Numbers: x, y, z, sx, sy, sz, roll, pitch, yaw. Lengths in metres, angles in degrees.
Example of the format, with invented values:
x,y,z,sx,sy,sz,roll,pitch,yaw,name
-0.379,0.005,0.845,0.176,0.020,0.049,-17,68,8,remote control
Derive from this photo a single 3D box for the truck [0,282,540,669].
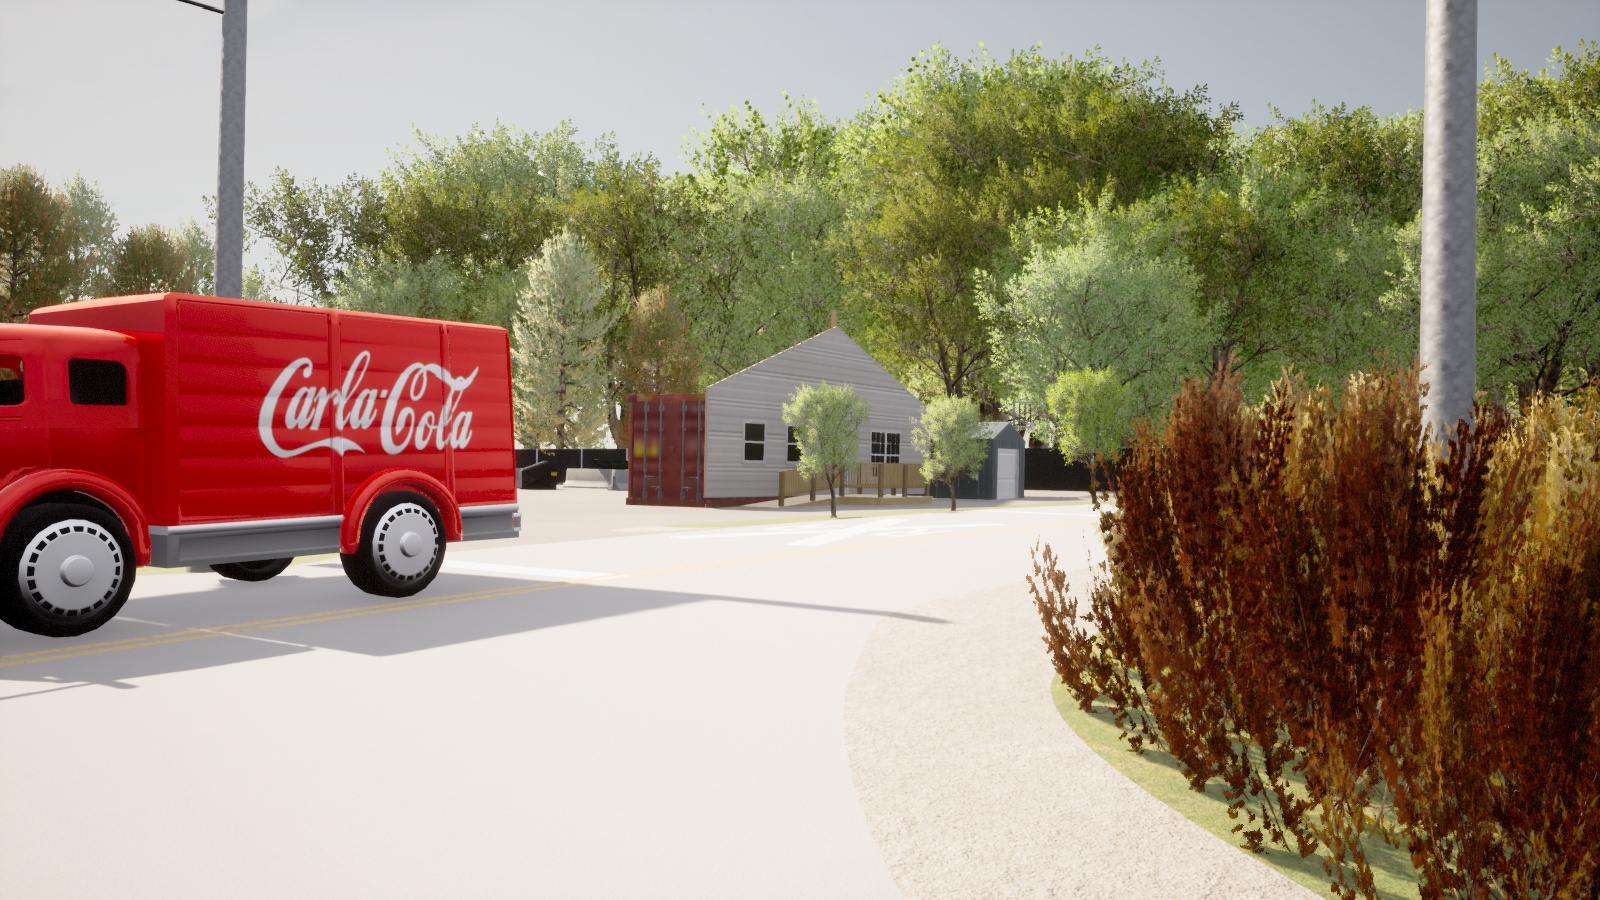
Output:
x,y,z,sx,sy,sz,roll,pitch,yaw,name
-5.027,0.128,10.451,2.627,2.467,5.204,-1,1,34,truck
